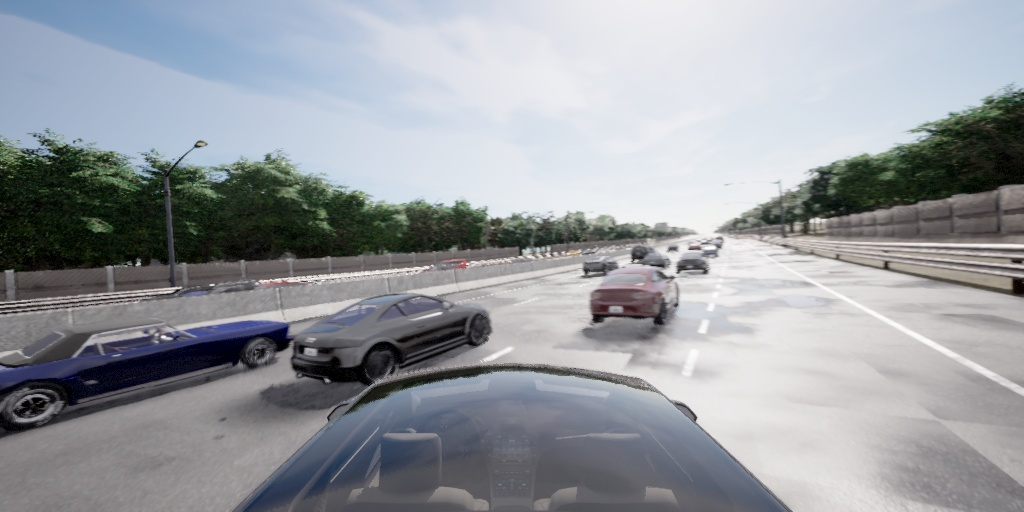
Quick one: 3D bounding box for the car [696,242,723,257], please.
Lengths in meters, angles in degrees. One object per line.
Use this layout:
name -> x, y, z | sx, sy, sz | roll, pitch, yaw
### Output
car -> 24.604, -0.628, 44.531 | 2.033, 1.411, 5.357 | -4, 1, 31

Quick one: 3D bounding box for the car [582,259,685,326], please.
car -> 3.685, 1.031, 10.528 | 1.812, 1.442, 4.674 | -4, 0, 32

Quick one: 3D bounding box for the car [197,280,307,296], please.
car -> -12.243, 2.089, 18.182 | 1.882, 1.535, 5.008 | -4, 0, 32

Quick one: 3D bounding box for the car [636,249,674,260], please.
car -> 12.890, 0.414, 32.067 | 1.994, 1.385, 4.181 | -4, 0, 32

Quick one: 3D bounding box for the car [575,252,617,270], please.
car -> 7.398, 0.748, 29.815 | 2.128, 1.511, 4.902 | -4, 0, 32

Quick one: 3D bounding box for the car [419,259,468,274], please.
car -> -6.705, 1.597, 33.741 | 2.097, 1.767, 4.553 | -4, 0, 32

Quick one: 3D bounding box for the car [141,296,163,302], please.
car -> -21.170, 2.737, 23.668 | 1.837, 1.490, 4.892 | -4, 0, 32

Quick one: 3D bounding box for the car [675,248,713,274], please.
car -> 12.518, 0.429, 24.802 | 1.812, 1.442, 4.674 | -4, 0, 32

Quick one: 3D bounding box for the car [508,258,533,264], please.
car -> 0.800, 1.042, 39.193 | 2.097, 1.767, 4.553 | -4, 0, 32

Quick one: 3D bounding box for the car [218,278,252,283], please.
car -> -17.849, 2.354, 22.407 | 2.097, 1.767, 4.553 | -4, 0, 32

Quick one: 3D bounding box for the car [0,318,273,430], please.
car -> -6.900, 1.830, 6.739 | 1.895, 1.301, 4.718 | -4, 0, 32

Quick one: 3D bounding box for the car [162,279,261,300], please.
car -> -15.416, 2.338, 19.692 | 1.837, 1.490, 4.892 | -4, -1, 32

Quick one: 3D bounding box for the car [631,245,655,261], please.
car -> 16.168, -0.286, 44.151 | 2.150, 2.045, 5.566 | -4, 1, 31

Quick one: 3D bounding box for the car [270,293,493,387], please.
car -> -2.250, 1.474, 7.599 | 1.994, 1.385, 4.181 | -4, 0, 32
